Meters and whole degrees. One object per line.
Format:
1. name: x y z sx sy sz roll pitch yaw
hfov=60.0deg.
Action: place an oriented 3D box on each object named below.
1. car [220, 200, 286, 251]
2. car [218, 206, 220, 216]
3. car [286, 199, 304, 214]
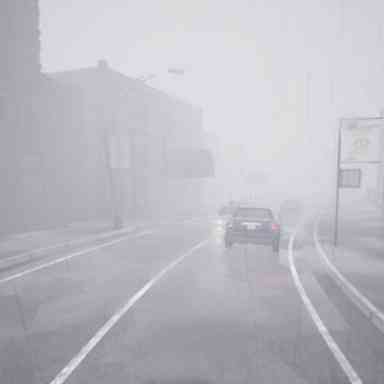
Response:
1. car: 2.806 1.311 14.379 2.097 1.767 4.553 2 1 16
2. car: 3.655 1.335 27.475 1.895 1.301 4.718 2 1 23
3. car: 9.902 1.337 32.876 1.994 1.385 4.181 2 2 23
